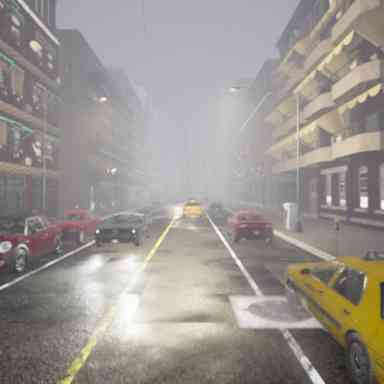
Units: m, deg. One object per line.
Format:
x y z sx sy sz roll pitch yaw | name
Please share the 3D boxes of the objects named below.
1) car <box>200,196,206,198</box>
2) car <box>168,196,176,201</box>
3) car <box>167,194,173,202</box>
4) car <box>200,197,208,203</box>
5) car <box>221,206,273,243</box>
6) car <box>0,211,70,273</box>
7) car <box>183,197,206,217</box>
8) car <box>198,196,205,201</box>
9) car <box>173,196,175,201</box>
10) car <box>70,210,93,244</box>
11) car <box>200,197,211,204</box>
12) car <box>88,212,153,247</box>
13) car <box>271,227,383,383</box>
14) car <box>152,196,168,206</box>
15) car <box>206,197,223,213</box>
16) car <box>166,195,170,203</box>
2.710 1.661 61.386 1.752 1.417 4.829 0 0 0 | car
-5.661 1.731 94.870 1.752 1.417 4.829 0 0 0 | car
-5.668 1.703 72.496 1.887 1.381 4.507 0 0 0 | car
2.714 1.753 78.125 1.802 1.307 4.206 0 0 0 | car
2.696 1.582 16.127 1.887 1.381 4.507 0 0 0 | car
-5.686 1.464 10.497 1.967 1.590 4.097 0 0 0 | car
0.076 1.527 31.545 1.801 1.575 5.366 0 0 0 | car
2.719 1.788 95.034 1.802 1.307 4.206 0 0 0 | car
-5.664 1.498 83.769 2.192 1.841 5.009 0 0 0 | car
-5.684 1.582 16.134 1.887 1.381 4.507 0 0 0 | car
2.711 1.713 66.853 1.947 1.339 4.313 0 0 0 | car
-3.005 1.636 15.280 1.895 1.301 4.718 0 0 0 | car
2.693 1.537 5.025 1.752 1.417 4.829 0 0 0 | car
-5.673 1.674 55.586 2.008 1.369 4.403 0 0 0 | car
2.703 1.638 38.671 2.008 1.369 4.403 0 0 0 | car
-5.672 1.686 61.223 2.008 1.369 4.403 0 0 0 | car
